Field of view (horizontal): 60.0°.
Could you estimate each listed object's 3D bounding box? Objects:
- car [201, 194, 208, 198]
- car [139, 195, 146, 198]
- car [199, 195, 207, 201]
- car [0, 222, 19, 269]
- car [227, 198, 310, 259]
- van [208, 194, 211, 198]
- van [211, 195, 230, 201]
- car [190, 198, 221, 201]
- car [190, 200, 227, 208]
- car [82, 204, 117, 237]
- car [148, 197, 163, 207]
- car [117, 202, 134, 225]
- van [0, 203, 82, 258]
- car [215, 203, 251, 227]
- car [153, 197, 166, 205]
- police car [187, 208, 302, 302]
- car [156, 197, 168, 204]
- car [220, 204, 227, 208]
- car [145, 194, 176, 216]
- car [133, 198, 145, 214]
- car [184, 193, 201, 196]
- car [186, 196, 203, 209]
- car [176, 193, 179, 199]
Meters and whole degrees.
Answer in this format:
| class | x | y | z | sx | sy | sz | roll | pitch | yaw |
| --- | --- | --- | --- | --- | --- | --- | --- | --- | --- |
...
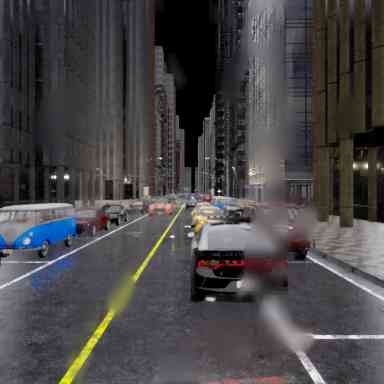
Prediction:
| class | x | y | z | sx | sy | sz | roll | pitch | yaw |
| --- | --- | --- | --- | --- | --- | --- | --- | --- | --- |
| car | 2.914 | 1.328 | 63.063 | 2.192 | 1.841 | 5.009 | 0 | 0 | 0 |
| car | -5.666 | 1.320 | 40.590 | 2.192 | 1.841 | 5.009 | 0 | 0 | 0 |
| car | 2.980 | 1.582 | 89.916 | 2.008 | 1.369 | 4.403 | 0 | 0 | 0 |
| car | -5.748 | 1.566 | 6.880 | 1.947 | 1.339 | 4.313 | 0 | 0 | 0 |
| car | 2.791 | 1.315 | 12.493 | 2.192 | 1.841 | 5.009 | 0 | 0 | 0 |
| van | 2.846 | 1.344 | 34.969 | 1.690 | 1.788 | 3.998 | 0 | 0 | 0 |
| van | 2.832 | 1.343 | 29.350 | 1.690 | 1.788 | 3.998 | 0 | 0 | 0 |
| car | 0.911 | 1.457 | 24.511 | 1.801 | 1.575 | 5.366 | 0 | 0 | 0 |
| car | 0.929 | 1.457 | 18.511 | 1.801 | 1.575 | 5.366 | 0 | 0 | 0 |
| car | -5.721 | 1.545 | 18.117 | 1.887 | 1.381 | 4.507 | 0 | 0 | 0 |
| car | -5.638 | 1.553 | 51.827 | 1.887 | 1.381 | 4.507 | 0 | 0 | 0 |
| car | -5.707 | 1.567 | 23.735 | 1.947 | 1.339 | 4.313 | 0 | 0 | 0 |
| van | -5.734 | 1.341 | 12.499 | 1.690 | 1.788 | 3.998 | 0 | 0 | 0 |
| car | 2.818 | 1.552 | 23.731 | 2.008 | 1.369 | 4.403 | 0 | 0 | 0 |
| car | -5.624 | 1.592 | 57.445 | 1.802 | 1.307 | 4.206 | 0 | 0 | 0 |
| police car | 0.918 | 1.425 | 8.431 | 1.930 | 1.638 | 5.238 | 0 | 0 | 0 |
| car | -5.610 | 1.595 | 63.064 | 1.802 | 1.307 | 4.206 | 0 | 0 | 0 |
| car | 2.805 | 1.566 | 18.113 | 1.947 | 1.339 | 4.313 | 0 | 0 | 0 |
| car | -2.923 | 1.355 | 32.169 | 2.097 | 1.767 | 4.553 | 0 | 0 | 0 |
| car | -5.679 | 1.585 | 34.972 | 1.802 | 1.307 | 4.206 | 0 | 0 | 0 |
| car | 0.148 | 1.234 | 60.969 | 2.150 | 2.045 | 5.566 | 0 | 0 | 0 |
| car | 0.145 | 1.570 | 45.642 | 1.994 | 1.385 | 4.181 | 0 | 0 | 0 |
| car | -5.545 | 1.346 | 89.918 | 2.192 | 1.841 | 5.009 | 0 | 0 | 0 |
